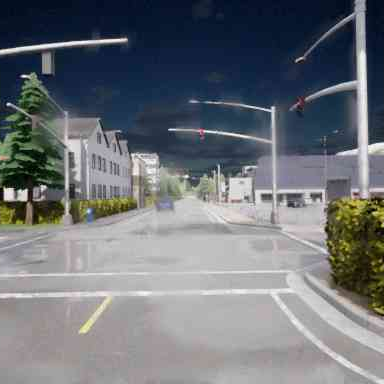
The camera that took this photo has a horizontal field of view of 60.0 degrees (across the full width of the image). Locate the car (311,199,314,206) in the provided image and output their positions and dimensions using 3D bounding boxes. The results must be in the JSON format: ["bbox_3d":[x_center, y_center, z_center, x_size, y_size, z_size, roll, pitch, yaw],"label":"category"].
[{"bbox_3d":[19.059,1.573,56.231,1.970,1.475,3.806,-1,-1,0],"label":"car"}]

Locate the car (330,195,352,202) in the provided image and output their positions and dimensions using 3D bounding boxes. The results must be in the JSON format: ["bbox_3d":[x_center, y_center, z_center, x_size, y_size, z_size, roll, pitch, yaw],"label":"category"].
[{"bbox_3d":[25.474,1.398,56.572,2.152,1.636,5.027,-1,-1,0],"label":"car"}]

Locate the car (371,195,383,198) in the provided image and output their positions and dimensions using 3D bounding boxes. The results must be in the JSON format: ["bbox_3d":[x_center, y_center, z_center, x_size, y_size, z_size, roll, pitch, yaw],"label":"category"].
[{"bbox_3d":[19.112,1.183,31.306,1.905,1.878,3.866,-1,-1,0],"label":"car"}]

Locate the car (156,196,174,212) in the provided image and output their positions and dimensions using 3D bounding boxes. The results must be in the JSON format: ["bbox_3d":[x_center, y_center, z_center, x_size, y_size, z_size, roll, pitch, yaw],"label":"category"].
[{"bbox_3d":[-3.603,1.621,45.601,2.150,2.045,5.566,-1,-1,0],"label":"car"}]

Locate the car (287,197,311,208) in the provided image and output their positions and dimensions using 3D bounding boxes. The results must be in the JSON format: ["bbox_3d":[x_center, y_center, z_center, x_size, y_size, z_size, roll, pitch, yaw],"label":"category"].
[{"bbox_3d":[15.416,1.629,49.172,2.007,1.523,4.514,-1,-1,0],"label":"car"}]
